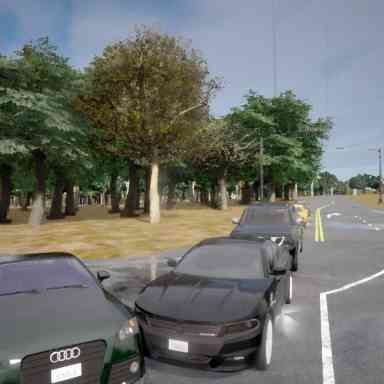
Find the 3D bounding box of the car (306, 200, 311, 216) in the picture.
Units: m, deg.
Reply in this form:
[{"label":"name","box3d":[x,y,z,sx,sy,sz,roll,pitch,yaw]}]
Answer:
[{"label":"car","box3d":[9.342,1.723,29.515,1.812,1.442,4.674,-1,0,21]}]

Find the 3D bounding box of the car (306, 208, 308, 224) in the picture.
[{"label":"car","box3d":[5.117,1.773,18.263,1.895,1.301,4.718,-1,0,21]}]

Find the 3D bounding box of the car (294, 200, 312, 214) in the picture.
[{"label":"car","box3d":[13.382,1.745,40.094,1.812,1.442,4.674,-1,0,21]}]

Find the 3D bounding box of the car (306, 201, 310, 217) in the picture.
[{"label":"car","box3d":[7.275,1.662,24.014,1.882,1.535,5.008,-1,0,21]}]

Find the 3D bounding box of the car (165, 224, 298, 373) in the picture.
[{"label":"car","box3d":[0.751,1.612,6.226,1.882,1.535,5.008,-1,-2,21]}]

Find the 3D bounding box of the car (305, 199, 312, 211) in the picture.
[{"label":"car","box3d":[11.378,1.561,34.887,2.097,1.767,4.553,-1,0,21]}]

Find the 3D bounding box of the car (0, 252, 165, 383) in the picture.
[{"label":"car","box3d":[-2.297,1.642,4.933,1.994,1.385,4.181,1,-2,-33]}]

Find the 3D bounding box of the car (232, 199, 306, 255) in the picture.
[{"label":"car","box3d":[2.881,1.459,12.363,2.150,2.045,5.566,-2,0,21]}]
